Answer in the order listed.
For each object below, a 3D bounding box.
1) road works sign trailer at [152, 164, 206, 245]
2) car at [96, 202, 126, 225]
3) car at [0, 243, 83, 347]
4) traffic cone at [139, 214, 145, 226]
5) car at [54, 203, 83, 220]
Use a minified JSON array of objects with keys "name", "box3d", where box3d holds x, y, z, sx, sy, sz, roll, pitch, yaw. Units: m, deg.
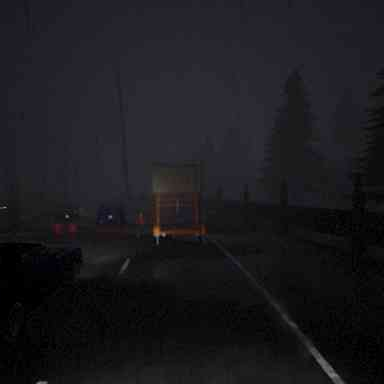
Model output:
[{"name":"road works sign trailer","box3d":[-0.706,0.475,15.703,2.380,3.560,2.880,0,0,-10]},{"name":"car","box3d":[-5.860,1.495,24.244,1.882,1.535,5.008,0,0,-12]},{"name":"car","box3d":[-3.568,1.605,6.233,1.895,1.301,4.718,0,0,-2]},{"name":"traffic cone","box3d":[-3.341,1.971,22.355,0.340,0.580,0.340,0,0,-10]},{"name":"car","box3d":[-10.331,1.621,28.142,1.895,1.301,4.718,0,0,-15]}]
